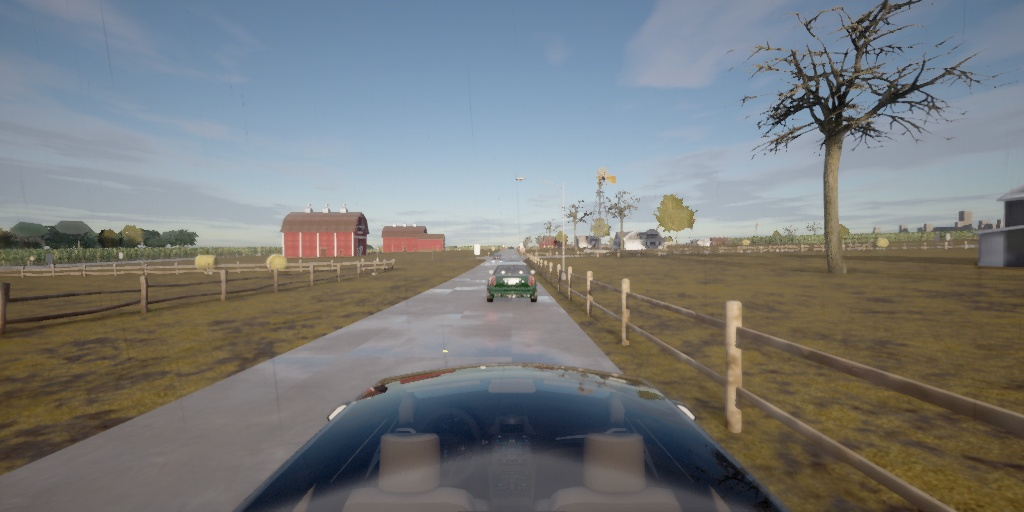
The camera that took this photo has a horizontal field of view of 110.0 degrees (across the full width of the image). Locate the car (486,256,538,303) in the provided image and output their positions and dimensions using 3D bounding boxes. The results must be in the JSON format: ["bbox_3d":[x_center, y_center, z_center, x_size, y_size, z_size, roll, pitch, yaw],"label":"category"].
[{"bbox_3d":[0.000,1.054,16.466,2.097,1.767,4.553,0,0,0],"label":"car"}]
